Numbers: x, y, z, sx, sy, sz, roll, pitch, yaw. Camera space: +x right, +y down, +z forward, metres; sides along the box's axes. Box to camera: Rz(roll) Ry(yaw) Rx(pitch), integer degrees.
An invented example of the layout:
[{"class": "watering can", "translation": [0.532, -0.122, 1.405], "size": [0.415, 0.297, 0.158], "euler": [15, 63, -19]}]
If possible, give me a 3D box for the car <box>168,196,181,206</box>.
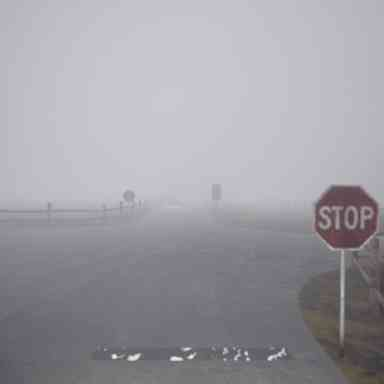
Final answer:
[{"class": "car", "translation": [-2.778, 1.401, 52.038], "size": [2.128, 1.511, 4.902], "euler": [0, 0, 0]}]
